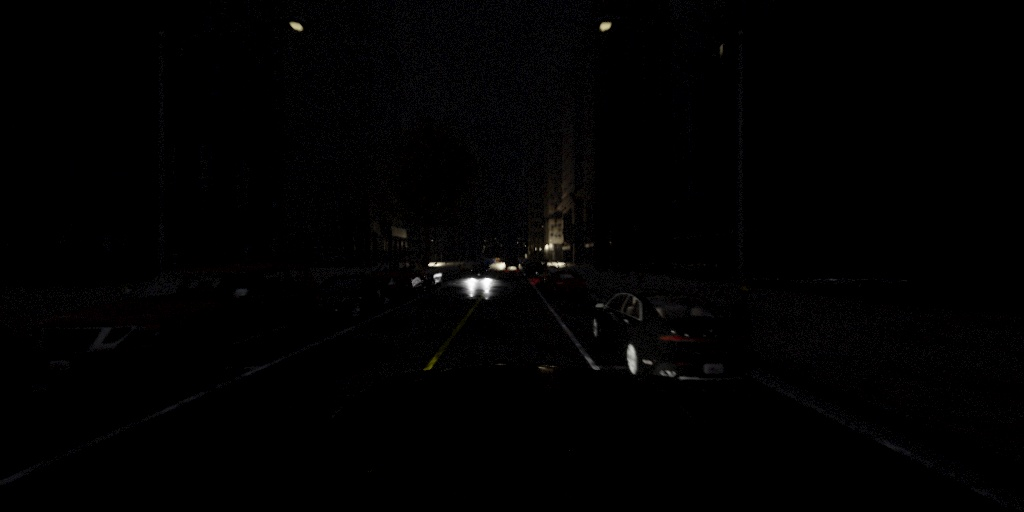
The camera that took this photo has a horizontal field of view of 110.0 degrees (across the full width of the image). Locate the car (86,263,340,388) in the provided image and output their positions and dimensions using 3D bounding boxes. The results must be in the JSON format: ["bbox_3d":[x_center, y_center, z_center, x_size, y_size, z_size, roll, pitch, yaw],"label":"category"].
[{"bbox_3d":[-5.765,1.079,7.080,2.192,1.841,5.009,0,0,0],"label":"car"}]

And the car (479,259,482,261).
[{"bbox_3d":[-5.778,1.482,52.498,1.802,1.307,4.207,0,0,0],"label":"car"}]

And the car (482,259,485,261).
[{"bbox_3d":[-5.779,1.500,58.175,1.802,1.307,4.207,0,0,0],"label":"car"}]

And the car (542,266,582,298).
[{"bbox_3d":[2.757,1.378,18.444,1.802,1.307,4.207,0,0,0],"label":"car"}]

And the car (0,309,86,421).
[{"bbox_3d":[-5.763,1.064,1.402,2.192,1.841,5.009,0,0,0],"label":"car"}]

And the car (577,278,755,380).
[{"bbox_3d":[2.760,1.315,7.089,2.007,1.370,4.403,0,0,0],"label":"car"}]

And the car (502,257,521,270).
[{"bbox_3d":[-0.008,1.139,57.771,2.150,2.045,5.566,0,0,0],"label":"car"}]

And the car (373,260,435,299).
[{"bbox_3d":[-5.768,1.110,18.434,2.192,1.841,5.009,0,0,0],"label":"car"}]

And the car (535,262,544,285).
[{"bbox_3d":[2.755,1.337,24.291,1.751,1.417,4.829,0,0,0],"label":"car"}]

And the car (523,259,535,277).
[{"bbox_3d":[2.344,1.353,36.534,1.837,1.490,4.892,0,0,0],"label":"car"}]

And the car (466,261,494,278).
[{"bbox_3d":[-3.105,1.448,36.022,1.895,1.301,4.718,0,0,0],"label":"car"}]

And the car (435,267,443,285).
[{"bbox_3d":[-5.770,1.362,24.111,2.007,1.370,4.403,0,0,0],"label":"car"}]

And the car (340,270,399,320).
[{"bbox_3d":[-5.766,1.345,12.757,1.948,1.339,4.313,0,0,0],"label":"car"}]

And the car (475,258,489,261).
[{"bbox_3d":[-5.781,1.252,63.853,2.192,1.841,5.009,0,0,0],"label":"car"}]

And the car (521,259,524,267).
[{"bbox_3d":[2.747,1.451,52.509,2.007,1.370,4.403,0,0,0],"label":"car"}]

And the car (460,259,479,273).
[{"bbox_3d":[-5.776,1.407,46.650,1.751,1.417,4.829,0,0,0],"label":"car"}]
